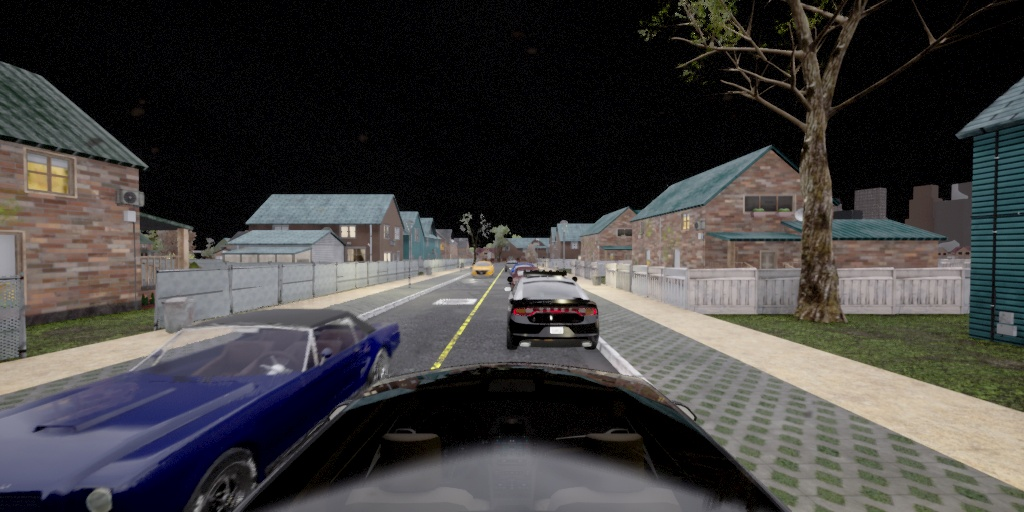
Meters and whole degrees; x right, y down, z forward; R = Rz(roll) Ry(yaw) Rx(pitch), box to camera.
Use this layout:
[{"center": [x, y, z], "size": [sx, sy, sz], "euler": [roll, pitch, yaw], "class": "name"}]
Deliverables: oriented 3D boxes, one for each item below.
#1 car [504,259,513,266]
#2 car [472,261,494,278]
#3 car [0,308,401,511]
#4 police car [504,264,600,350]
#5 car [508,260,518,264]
[{"center": [0.040, 1.297, 47.602], "size": [2.128, 1.511, 4.902], "euler": [0, 0, 0], "class": "car"}, {"center": [-2.747, 1.254, 34.566], "size": [1.882, 1.535, 5.008], "euler": [0, 0, 0], "class": "car"}, {"center": [-2.847, 1.350, 3.990], "size": [1.895, 1.301, 4.718], "euler": [0, 0, 0], "class": "car"}, {"center": [0.828, 1.174, 9.223], "size": [1.930, 1.638, 5.238], "euler": [0, 0, 0], "class": "police car"}, {"center": [0.828, 1.240, 25.116], "size": [1.882, 1.535, 5.008], "euler": [0, 0, 0], "class": "car"}]
